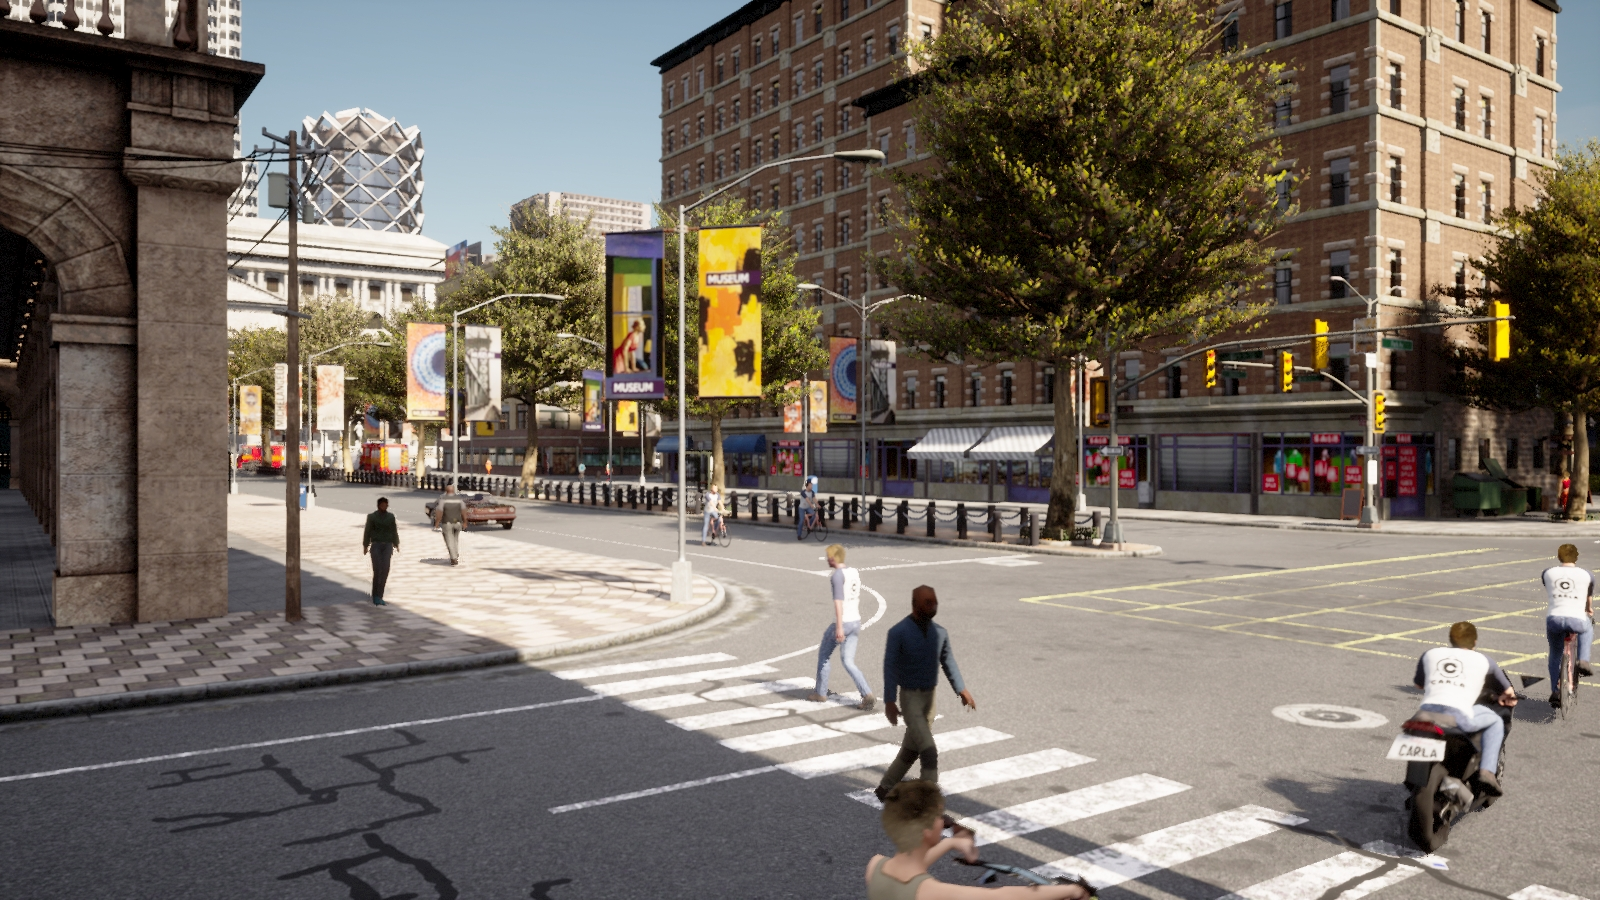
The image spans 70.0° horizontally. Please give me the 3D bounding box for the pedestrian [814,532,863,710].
[{"bbox_3d":[0.419,1.840,12.457,0.375,1.860,0.375,0,0,41],"label":"pedestrian"}]

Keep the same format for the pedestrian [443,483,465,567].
[{"bbox_3d":[-7.833,1.687,25.865,0.375,1.860,0.375,0,0,-34],"label":"pedestrian"}]

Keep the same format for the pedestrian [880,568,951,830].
[{"bbox_3d":[0.865,1.842,8.583,0.375,1.860,0.375,0,0,-33],"label":"pedestrian"}]

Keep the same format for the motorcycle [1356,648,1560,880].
[{"bbox_3d":[4.874,2.204,8.394,0.803,1.145,2.033,0,0,44],"label":"motorcycle"}]

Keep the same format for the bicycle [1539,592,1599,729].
[{"bbox_3d":[8.199,2.193,12.158,0.373,1.196,1.643,0,-1,40],"label":"bicycle"}]

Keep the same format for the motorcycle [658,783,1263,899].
[{"bbox_3d":[0.694,2.166,4.265,2.356,1.277,0.764,0,0,-35],"label":"motorcycle"}]

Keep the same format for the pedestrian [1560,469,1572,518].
[{"bbox_3d":[29.306,1.651,43.723,0.375,1.860,0.375,0,0,36],"label":"pedestrian"}]

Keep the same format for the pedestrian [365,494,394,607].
[{"bbox_3d":[-7.128,1.690,19.368,0.375,1.860,0.375,0,0,-36],"label":"pedestrian"}]
